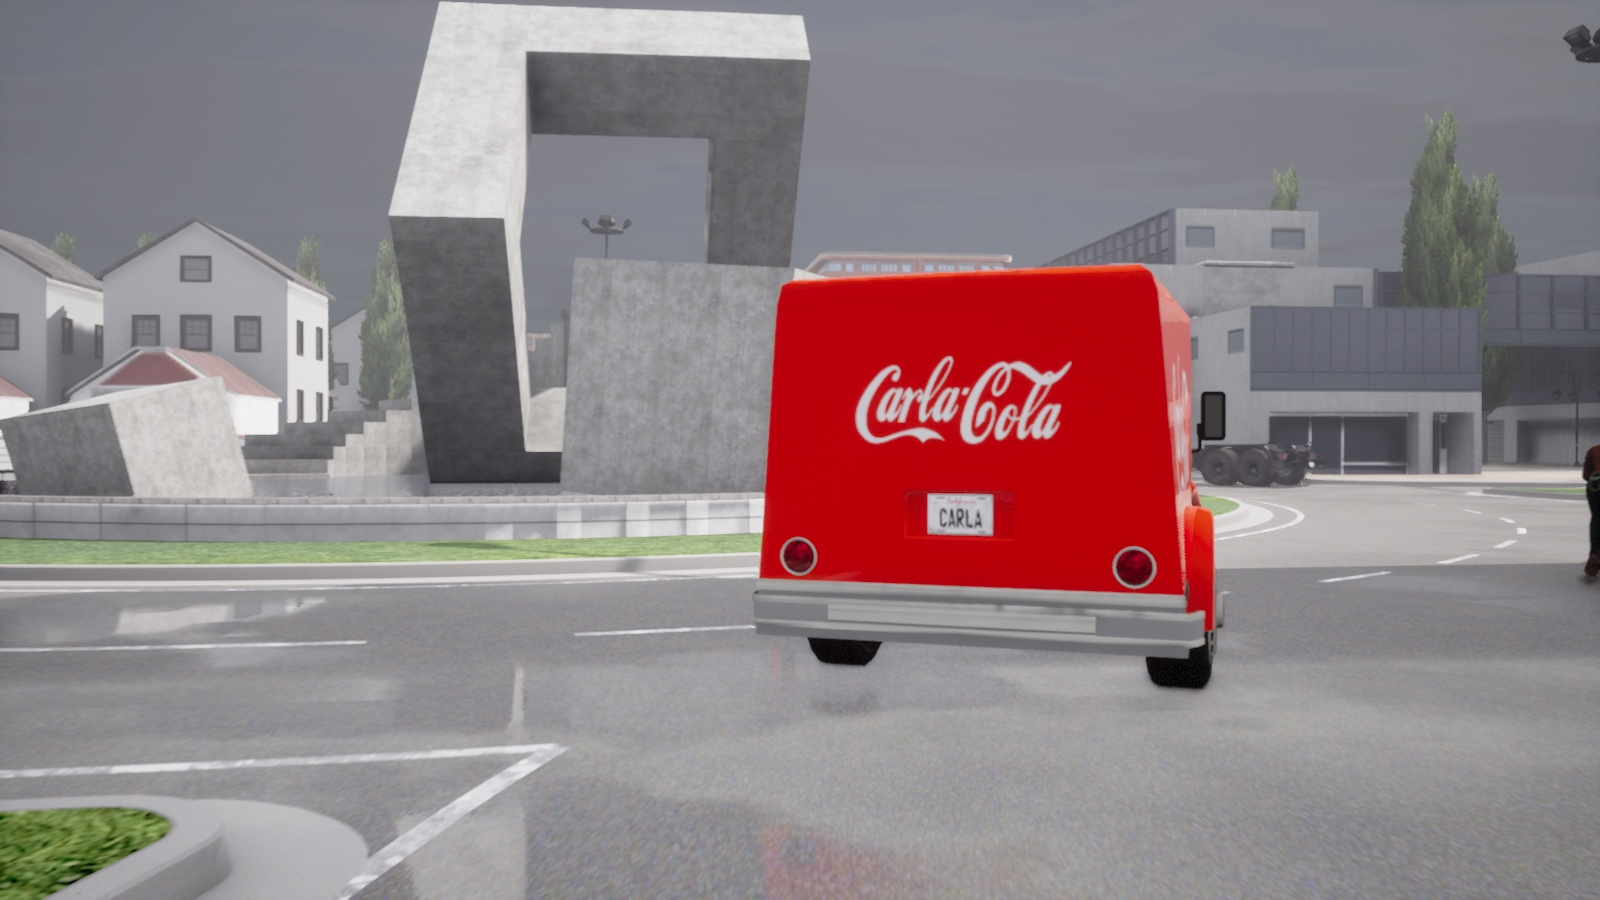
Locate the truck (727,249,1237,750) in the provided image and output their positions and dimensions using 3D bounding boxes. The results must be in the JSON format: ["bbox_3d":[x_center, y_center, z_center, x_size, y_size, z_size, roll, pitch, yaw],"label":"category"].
[{"bbox_3d":[1.718,0.190,9.062,2.627,2.467,5.204,0,1,20],"label":"truck"}]

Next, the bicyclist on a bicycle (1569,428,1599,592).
[{"bbox_3d":[8.468,0.592,13.055,0.582,1.620,1.656,1,1,39],"label":"bicyclist on a bicycle"}]

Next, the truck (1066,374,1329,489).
[{"bbox_3d":[13.077,-0.594,41.899,2.891,3.462,7.936,0,1,-44],"label":"truck"}]
